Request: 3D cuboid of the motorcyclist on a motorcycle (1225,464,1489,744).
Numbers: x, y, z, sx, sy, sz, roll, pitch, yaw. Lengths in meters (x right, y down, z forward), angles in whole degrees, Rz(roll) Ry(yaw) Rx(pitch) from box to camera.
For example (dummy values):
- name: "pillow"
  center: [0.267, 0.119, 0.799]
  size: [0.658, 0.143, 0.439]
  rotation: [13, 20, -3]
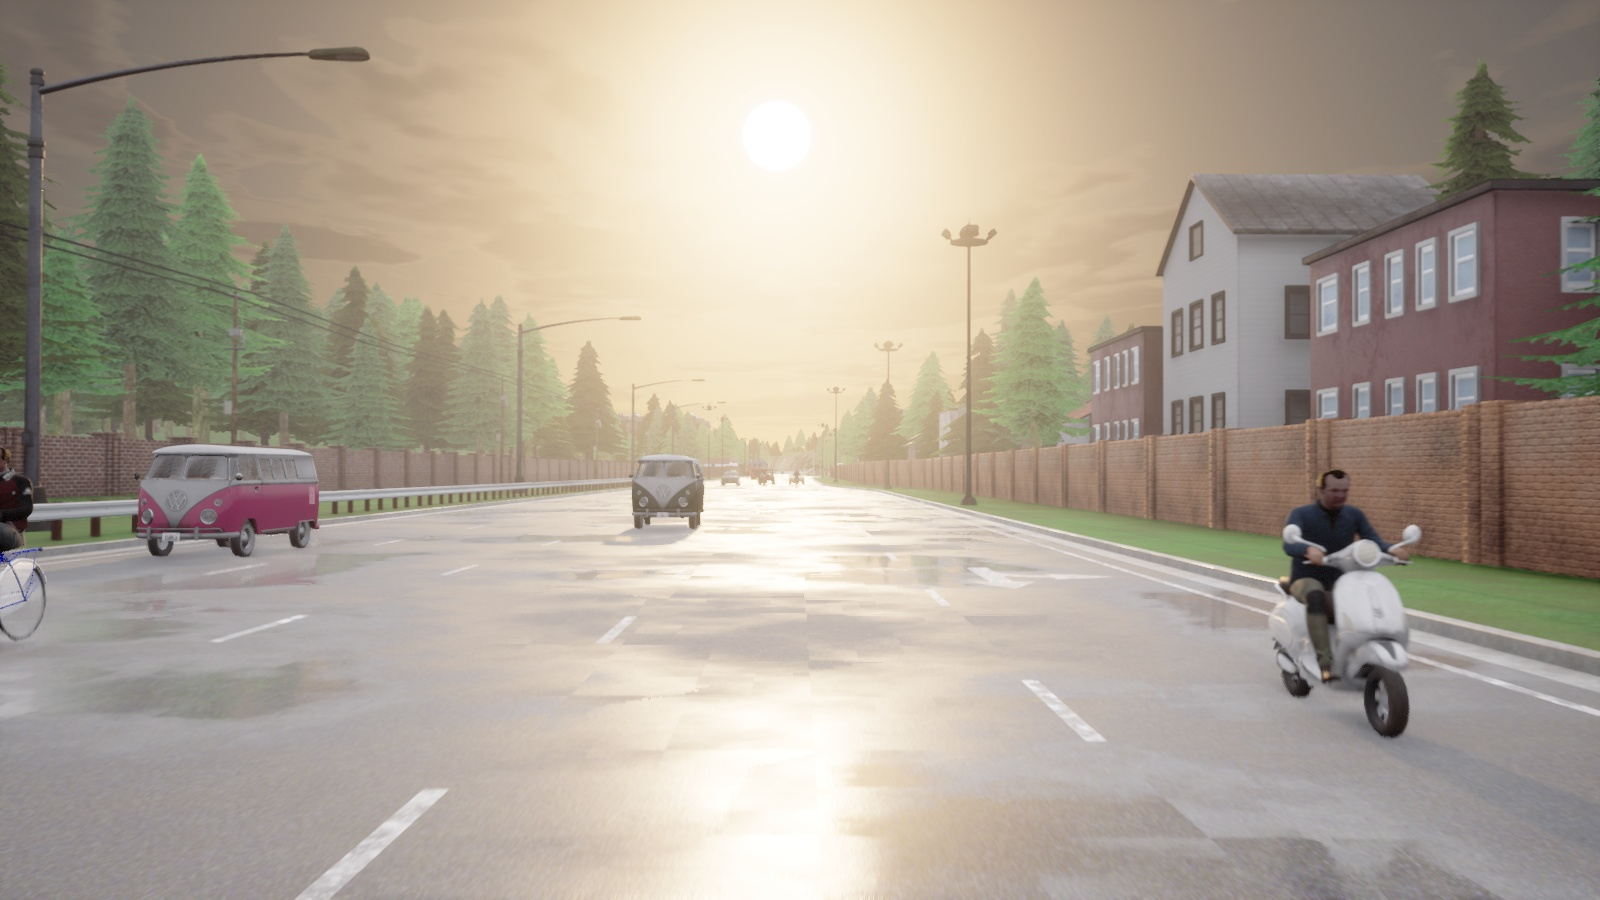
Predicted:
- name: "motorcyclist on a motorcycle"
  center: [3.480, 0.890, 8.061]
  size: [0.866, 1.590, 1.817]
  rotation: [0, -1, 0]

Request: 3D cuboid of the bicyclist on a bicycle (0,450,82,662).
- name: "bicyclist on a bicycle"
  center: [-7.027, 0.895, 10.784]
  size: [0.659, 1.776, 1.843]
  rotation: [0, -1, 0]

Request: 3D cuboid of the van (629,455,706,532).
- name: "van"
  center: [-3.608, 1.168, 34.775]
  size: [1.775, 1.987, 4.442]
  rotation: [0, -1, -2]

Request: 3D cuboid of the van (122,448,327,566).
- name: "van"
  center: [-10.558, 1.005, 23.434]
  size: [1.775, 1.987, 4.442]
  rotation: [0, -1, 0]
